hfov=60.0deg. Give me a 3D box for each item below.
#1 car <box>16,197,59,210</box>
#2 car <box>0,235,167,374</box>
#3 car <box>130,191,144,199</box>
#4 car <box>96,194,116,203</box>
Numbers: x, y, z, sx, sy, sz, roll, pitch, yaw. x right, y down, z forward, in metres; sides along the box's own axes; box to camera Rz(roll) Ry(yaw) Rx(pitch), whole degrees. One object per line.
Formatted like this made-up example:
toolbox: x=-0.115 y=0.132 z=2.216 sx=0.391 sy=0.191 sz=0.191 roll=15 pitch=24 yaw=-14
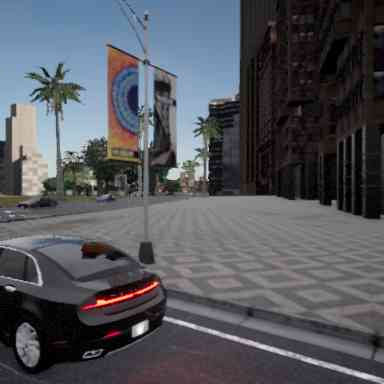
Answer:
car: x=-18.098 y=1.288 z=39.330 sx=2.033 sy=1.411 sz=5.357 roll=0 pitch=1 yaw=14
car: x=-2.674 y=1.495 z=5.617 sx=4.892 sy=1.490 sz=1.837 roll=0 pitch=0 yaw=34
car: x=-11.518 y=0.637 z=71.056 sx=2.097 sy=1.767 sz=4.553 roll=0 pitch=1 yaw=10
car: x=-14.367 y=1.109 z=55.795 sx=1.812 sy=1.442 sz=4.674 roll=0 pitch=1 yaw=12
